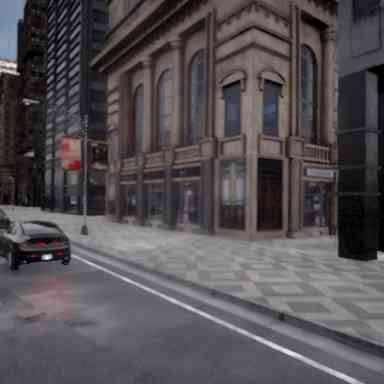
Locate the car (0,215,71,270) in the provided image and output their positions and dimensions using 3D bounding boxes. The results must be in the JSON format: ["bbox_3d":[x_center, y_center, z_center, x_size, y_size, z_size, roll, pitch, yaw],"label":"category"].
[{"bbox_3d":[-5.970,1.829,12.434,1.837,1.490,4.892,2,-2,-36],"label":"car"}]

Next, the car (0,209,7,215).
[{"bbox_3d":[-14.772,1.956,24.405,2.097,1.767,4.553,2,-2,-36],"label":"car"}]
